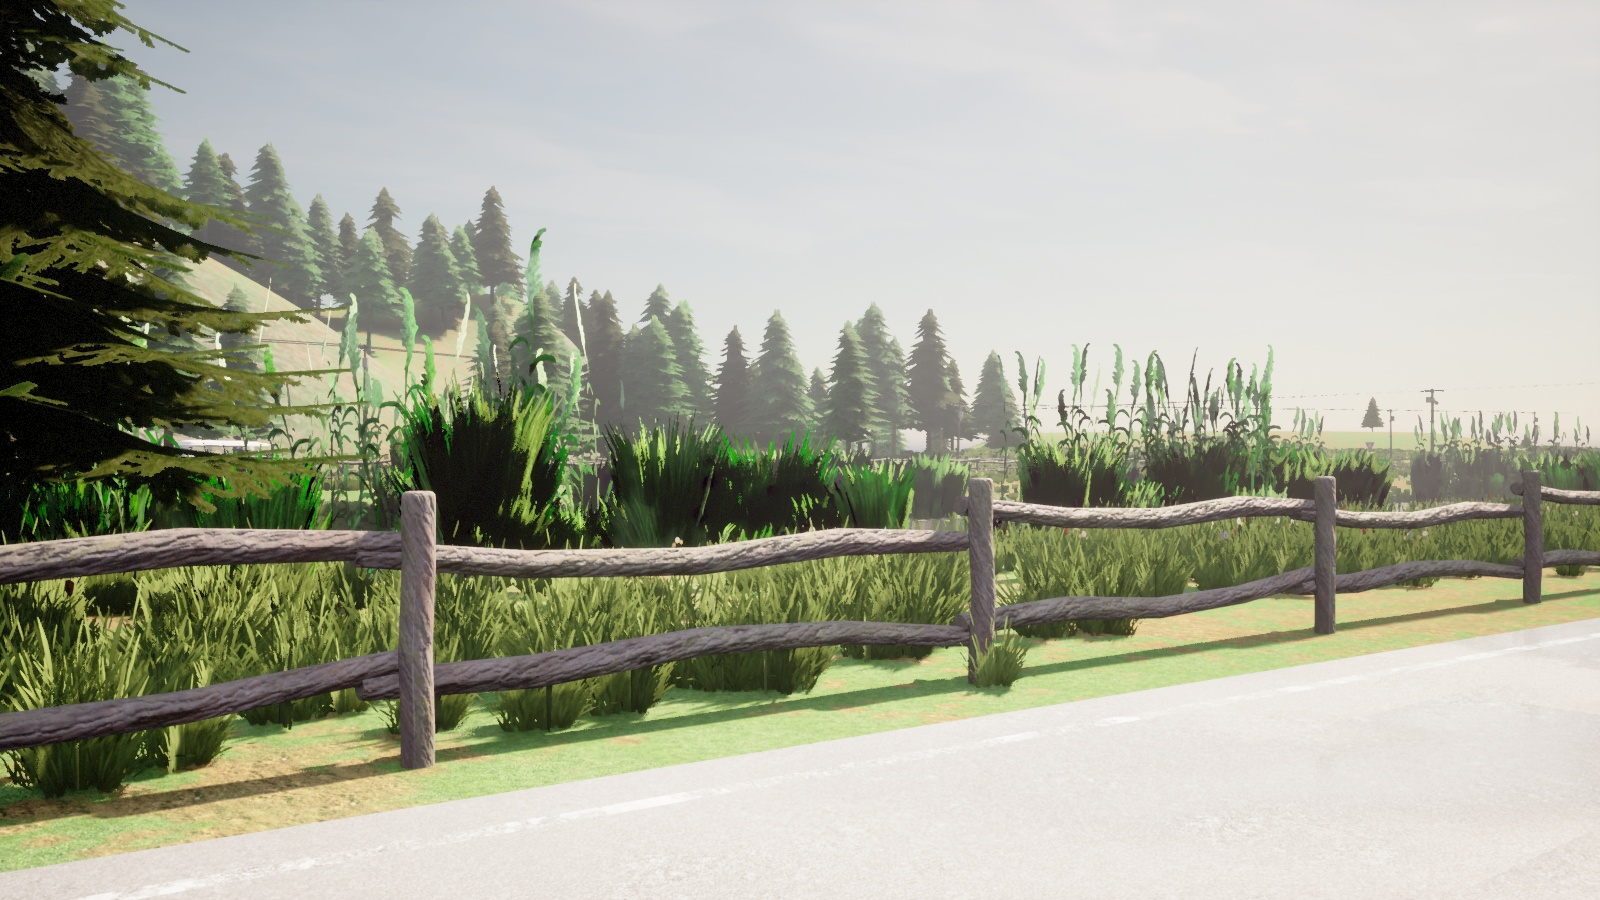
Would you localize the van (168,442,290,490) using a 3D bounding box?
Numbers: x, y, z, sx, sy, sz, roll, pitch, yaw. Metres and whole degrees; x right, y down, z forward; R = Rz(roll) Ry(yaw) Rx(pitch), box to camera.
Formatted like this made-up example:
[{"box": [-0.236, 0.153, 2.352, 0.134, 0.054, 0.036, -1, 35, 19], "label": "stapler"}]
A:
[{"box": [-25.191, 0.692, 55.461, 4.480, 2.038, 2.069, 0, 0, -44], "label": "van"}]
